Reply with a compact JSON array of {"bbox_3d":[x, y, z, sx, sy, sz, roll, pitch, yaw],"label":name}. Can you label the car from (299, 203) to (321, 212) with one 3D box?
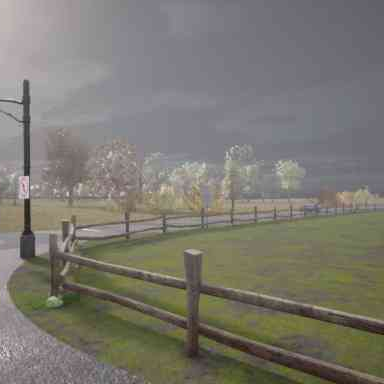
[{"bbox_3d":[18.897,2.449,52.982,2.033,1.411,5.357,-1,-2,40],"label":"car"}]
